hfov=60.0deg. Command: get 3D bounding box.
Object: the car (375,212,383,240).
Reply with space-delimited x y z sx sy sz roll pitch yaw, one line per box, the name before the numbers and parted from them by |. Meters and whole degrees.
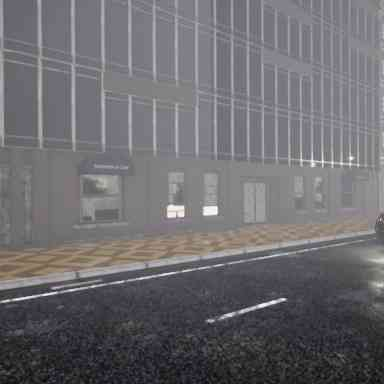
car | 10.846 1.214 15.660 5.566 2.045 2.150 0 0 -37
